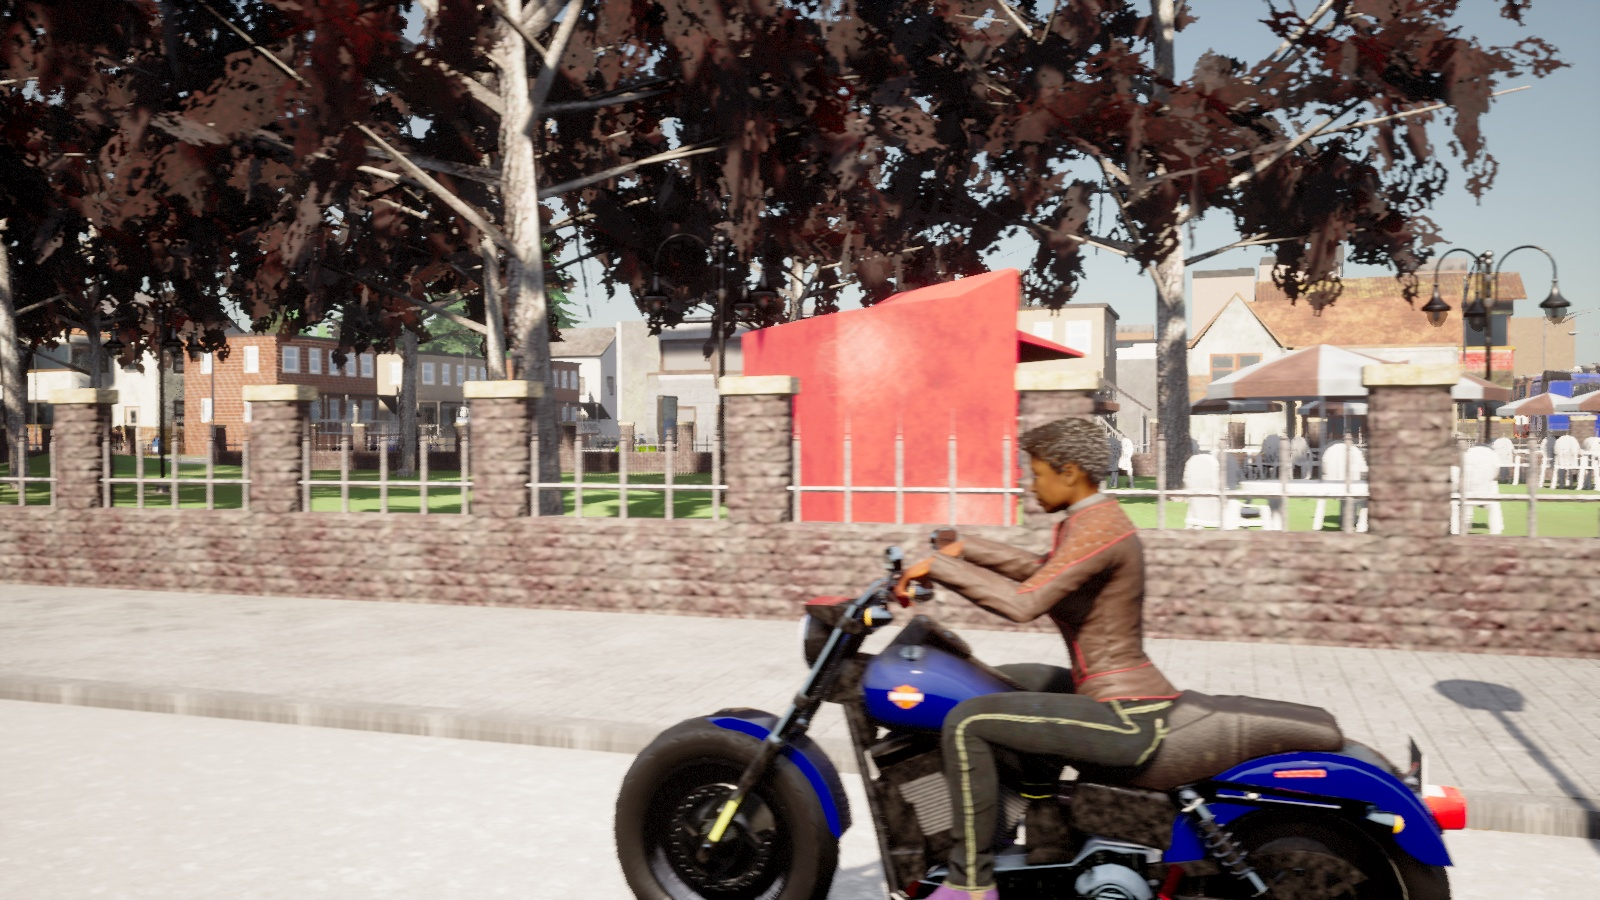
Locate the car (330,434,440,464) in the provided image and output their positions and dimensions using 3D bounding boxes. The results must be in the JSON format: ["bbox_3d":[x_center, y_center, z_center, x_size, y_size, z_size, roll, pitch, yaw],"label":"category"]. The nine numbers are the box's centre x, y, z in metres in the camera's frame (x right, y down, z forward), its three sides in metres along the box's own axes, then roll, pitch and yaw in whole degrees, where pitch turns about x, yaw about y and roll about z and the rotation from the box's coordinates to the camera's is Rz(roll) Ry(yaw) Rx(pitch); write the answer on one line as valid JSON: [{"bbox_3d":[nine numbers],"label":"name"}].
[{"bbox_3d":[-19.126,-0.072,57.909,4.718,1.301,1.895,1,1,22],"label":"car"}]

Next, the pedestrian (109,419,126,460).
[{"bbox_3d":[-30.488,-0.477,56.121,0.594,1.836,0.345,1,1,19],"label":"pedestrian"}]

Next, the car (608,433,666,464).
[{"bbox_3d":[-7.564,-0.080,58.255,2.207,1.376,1.481,1,1,19],"label":"car"}]

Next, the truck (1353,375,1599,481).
[{"bbox_3d":[23.610,-0.762,43.482,7.936,3.462,2.891,0,1,19],"label":"truck"}]

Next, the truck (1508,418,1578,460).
[{"bbox_3d":[45.407,-0.721,76.881,2.627,2.467,5.204,1,1,19],"label":"truck"}]

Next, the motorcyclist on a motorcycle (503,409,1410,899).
[{"bbox_3d":[0.386,0.721,3.588,2.350,1.649,0.766,0,1,19],"label":"motorcyclist on a motorcycle"}]
